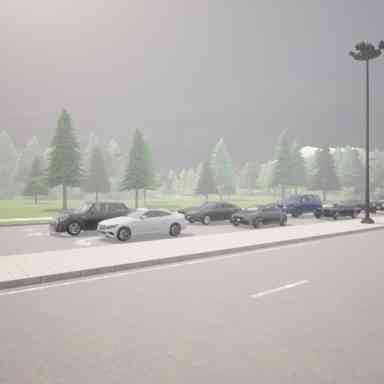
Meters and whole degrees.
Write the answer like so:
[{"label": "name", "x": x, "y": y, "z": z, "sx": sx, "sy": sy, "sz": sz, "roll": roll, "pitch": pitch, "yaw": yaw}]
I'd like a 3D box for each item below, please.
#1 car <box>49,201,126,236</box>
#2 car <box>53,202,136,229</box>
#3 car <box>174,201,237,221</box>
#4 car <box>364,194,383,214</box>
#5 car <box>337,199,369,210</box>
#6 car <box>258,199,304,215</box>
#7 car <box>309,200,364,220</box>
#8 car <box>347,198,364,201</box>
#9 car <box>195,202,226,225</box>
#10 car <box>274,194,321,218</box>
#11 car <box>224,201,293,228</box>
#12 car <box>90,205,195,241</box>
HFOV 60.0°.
[{"label": "car", "x": -5.548, "y": 1.352, "z": 18.716, "sx": 4.553, "sy": 1.767, "sz": 2.097, "roll": 0, "pitch": 0, "yaw": -38}, {"label": "car", "x": -6.471, "y": 1.478, "z": 22.436, "sx": 5.008, "sy": 1.535, "sz": 1.882, "roll": 0, "pitch": 0, "yaw": -38}, {"label": "car", "x": 1.262, "y": 1.547, "z": 28.489, "sx": 5.357, "sy": 1.411, "sz": 2.033, "roll": 0, "pitch": 0, "yaw": -38}, {"label": "car", "x": 20.607, "y": 1.221, "z": 34.623, "sx": 5.566, "sy": 2.045, "sz": 2.150, "roll": 0, "pitch": 0, "yaw": -38}, {"label": "car", "x": 21.388, "y": 1.608, "z": 43.998, "sx": 4.718, "sy": 1.301, "sz": 1.895, "roll": 0, "pitch": 0, "yaw": -38}, {"label": "car", "x": 9.369, "y": 1.491, "z": 34.816, "sx": 4.902, "sy": 1.511, "sz": 2.128, "roll": 0, "pitch": 0, "yaw": -38}, {"label": "car", "x": 12.295, "y": 1.601, "z": 28.219, "sx": 4.718, "sy": 1.301, "sz": 1.895, "roll": 0, "pitch": 0, "yaw": -38}, {"label": "car", "x": 18.062, "y": 1.503, "z": 37.083, "sx": 4.892, "sy": 1.490, "sz": 1.837, "roll": 0, "pitch": 0, "yaw": -37}, {"label": "car", "x": 1.640, "y": 1.505, "z": 24.340, "sx": 4.892, "sy": 1.490, "sz": 1.837, "roll": 0, "pitch": 0, "yaw": -38}, {"label": "car", "x": 9.854, "y": 1.221, "z": 30.761, "sx": 5.566, "sy": 2.045, "sz": 2.150, "roll": 0, "pitch": 0, "yaw": -37}, {"label": "car", "x": 4.469, "y": 1.564, "z": 22.119, "sx": 4.181, "sy": 1.385, "sz": 1.994, "roll": 0, "pitch": 0, "yaw": -39}, {"label": "car", "x": -2.392, "y": 1.526, "z": 16.741, "sx": 4.674, "sy": 1.442, "sz": 1.812, "roll": 0, "pitch": 0, "yaw": -38}]
